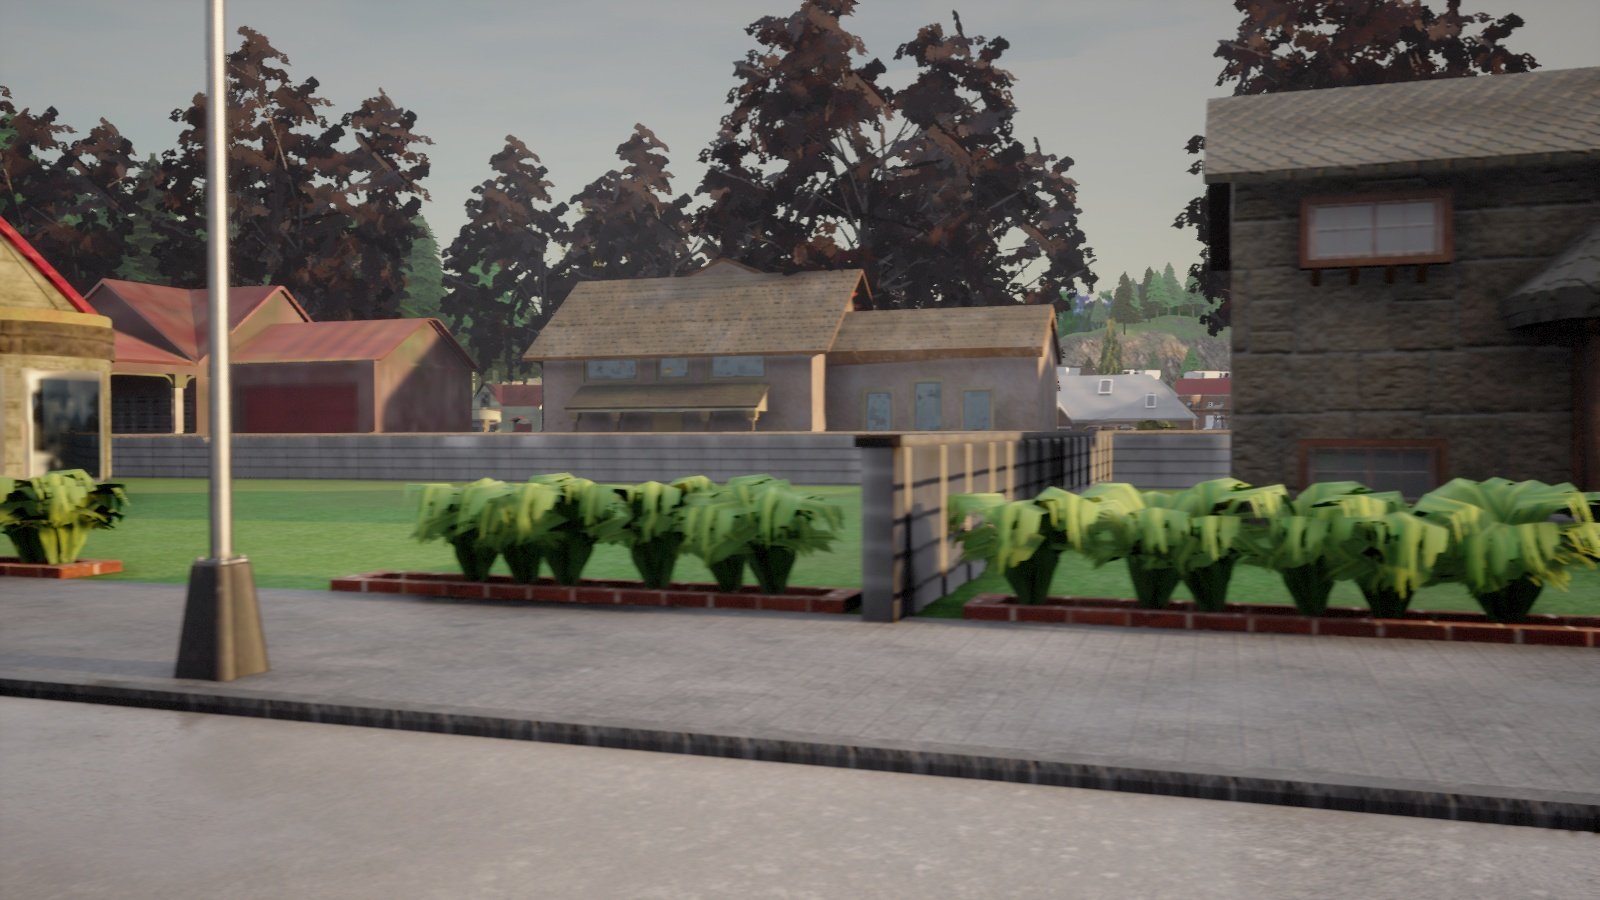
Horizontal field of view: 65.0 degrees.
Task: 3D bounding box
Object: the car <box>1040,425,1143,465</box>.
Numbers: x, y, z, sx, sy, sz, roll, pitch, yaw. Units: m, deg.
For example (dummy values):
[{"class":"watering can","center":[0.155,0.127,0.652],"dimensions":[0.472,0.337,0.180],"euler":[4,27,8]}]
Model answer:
[{"class":"car","center":[13.879,-0.260,59.718],"dimensions":[4.605,1.855,1.932],"euler":[1,1,19]}]
